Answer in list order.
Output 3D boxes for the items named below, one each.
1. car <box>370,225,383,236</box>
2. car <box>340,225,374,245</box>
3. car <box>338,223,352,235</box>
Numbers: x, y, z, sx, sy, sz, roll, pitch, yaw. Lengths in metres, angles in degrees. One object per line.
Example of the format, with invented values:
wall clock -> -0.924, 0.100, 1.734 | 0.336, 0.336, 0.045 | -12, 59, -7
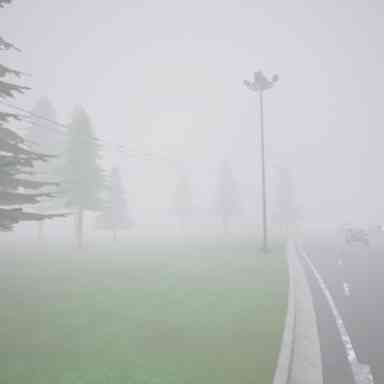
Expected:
car -> 24.691, 5.120, 44.615 | 2.033, 1.411, 5.357 | -3, -5, 22
car -> 15.061, 4.043, 30.580 | 2.033, 1.411, 5.357 | -3, -5, 23
car -> 22.401, 5.256, 48.303 | 2.097, 1.767, 4.553 | -3, -5, 22
